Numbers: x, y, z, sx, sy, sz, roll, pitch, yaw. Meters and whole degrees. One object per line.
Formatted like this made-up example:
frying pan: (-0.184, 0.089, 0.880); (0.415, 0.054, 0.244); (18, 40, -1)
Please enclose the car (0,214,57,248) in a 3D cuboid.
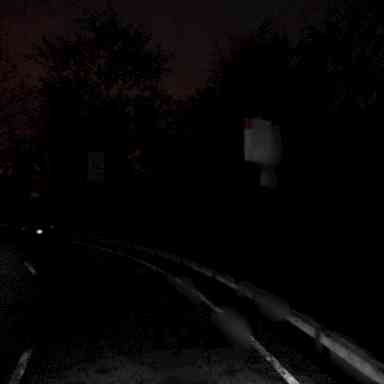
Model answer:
car: (-8.458, 1.805, 16.391); (4.181, 1.385, 1.994); (-1, -1, 40)
